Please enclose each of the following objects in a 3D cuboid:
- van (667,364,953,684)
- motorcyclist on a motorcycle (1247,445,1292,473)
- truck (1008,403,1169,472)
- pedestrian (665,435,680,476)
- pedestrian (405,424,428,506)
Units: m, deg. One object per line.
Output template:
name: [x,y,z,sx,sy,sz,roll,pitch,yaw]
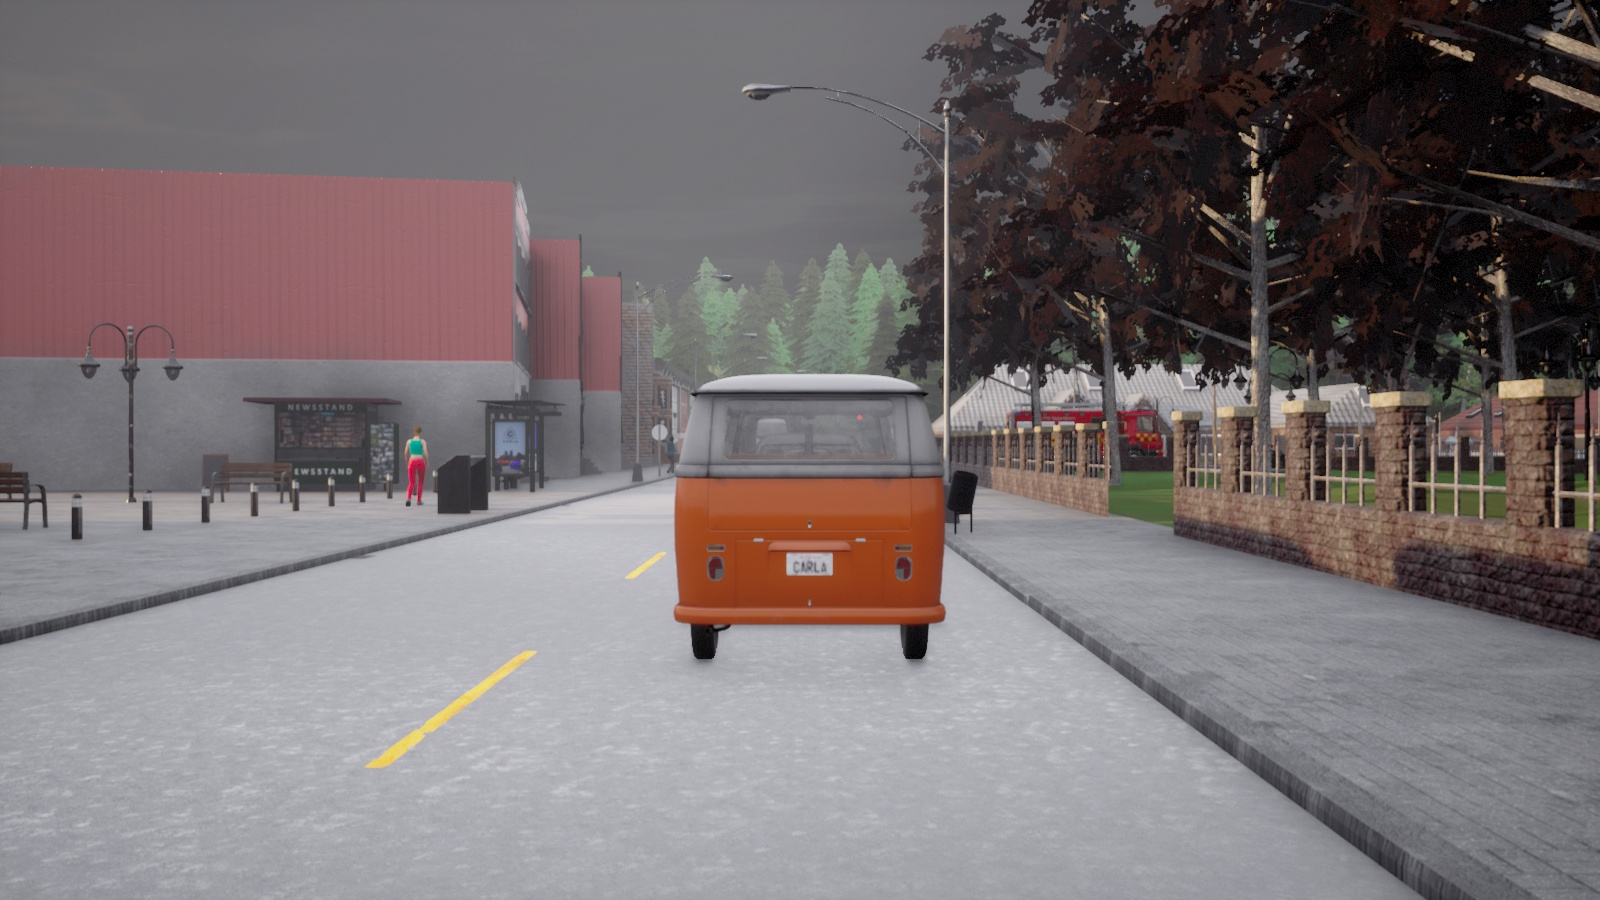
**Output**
van: [0.073,0.456,10.023,1.775,1.987,4.442,0,0,0]
motorcyclist on a motorcycle: [26.553,0.511,71.003,2.191,1.530,0.866,0,0,-1]
truck: [16.232,-0.697,71.033,8.468,3.827,2.891,0,0,-1]
pedestrian: [-6.113,0.246,60.109,0.396,1.930,0.692,0,0,26]
pedestrian: [-8.697,0.332,28.506,0.345,1.836,0.594,0,0,0]
